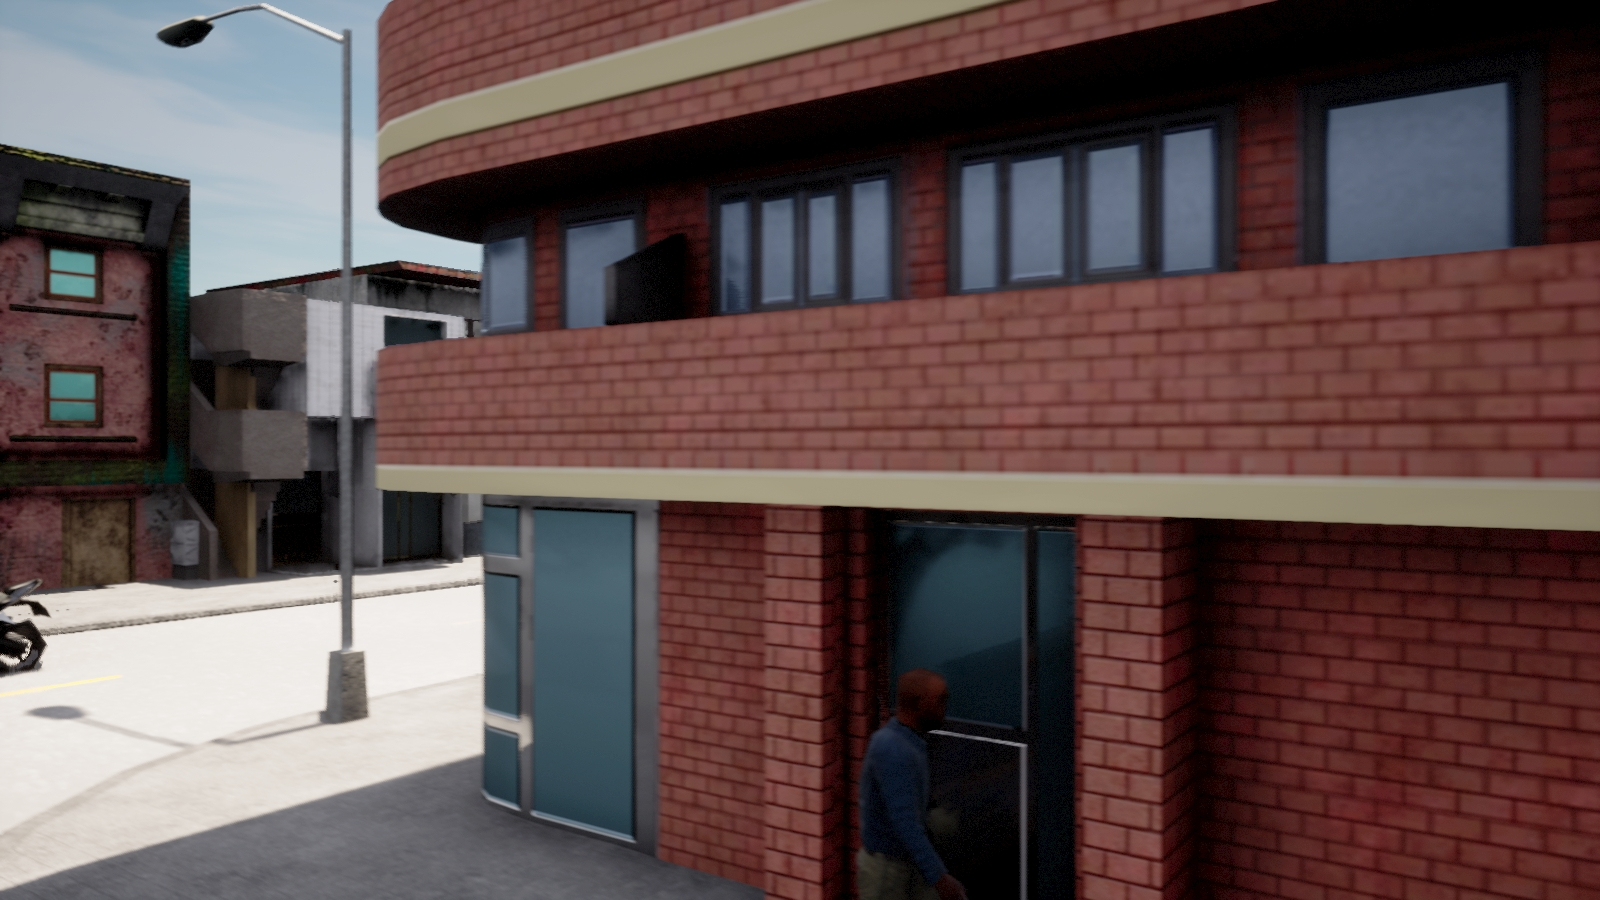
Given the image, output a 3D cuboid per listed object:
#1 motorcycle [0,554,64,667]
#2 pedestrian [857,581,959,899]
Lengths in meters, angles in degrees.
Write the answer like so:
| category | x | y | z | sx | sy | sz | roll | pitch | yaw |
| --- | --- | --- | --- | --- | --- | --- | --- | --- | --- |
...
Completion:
| category | x | y | z | sx | sy | sz | roll | pitch | yaw |
| --- | --- | --- | --- | --- | --- | --- | --- | --- | --- |
| motorcycle | -10.182 | 1.987 | 13.664 | 0.867 | 1.251 | 2.209 | 1 | 0 | 23 |
| pedestrian | 0.475 | 1.524 | 4.954 | 0.375 | 1.860 | 0.375 | 0 | 0 | 16 |
